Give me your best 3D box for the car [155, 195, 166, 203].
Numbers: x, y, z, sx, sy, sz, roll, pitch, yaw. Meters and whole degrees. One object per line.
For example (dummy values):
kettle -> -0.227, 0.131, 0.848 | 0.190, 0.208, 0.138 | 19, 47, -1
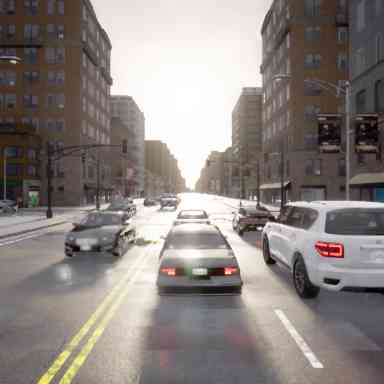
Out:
car -> -6.560, 1.469, 69.075 | 1.882, 1.535, 5.008 | 0, 0, 0

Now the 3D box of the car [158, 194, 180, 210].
car -> -3.070, 1.222, 43.356 | 2.150, 2.045, 5.566 | 0, 0, -6

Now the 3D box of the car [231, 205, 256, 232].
car -> 3.335, 1.505, 18.455 | 1.837, 1.490, 4.892 | 0, 0, 1

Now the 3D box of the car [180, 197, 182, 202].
car -> -3.380, 1.473, 59.794 | 1.882, 1.535, 5.008 | 0, 0, 0

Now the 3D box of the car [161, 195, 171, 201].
car -> -6.574, 1.433, 83.096 | 2.128, 1.511, 4.902 | 0, 0, 0

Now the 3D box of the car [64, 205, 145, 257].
car -> -3.359, 1.493, 12.979 | 2.128, 1.511, 4.902 | 0, 0, 0

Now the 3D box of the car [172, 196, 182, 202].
car -> -3.315, 1.542, 73.943 | 1.994, 1.385, 4.181 | 0, 0, 0

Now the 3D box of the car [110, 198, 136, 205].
car -> -6.626, 1.346, 31.842 | 2.097, 1.767, 4.553 | 0, 0, 0

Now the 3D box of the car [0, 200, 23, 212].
car -> -22.157, 1.580, 38.291 | 4.313, 1.339, 1.947 | 0, 0, 0

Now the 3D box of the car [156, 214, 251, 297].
car -> 0.080, 1.548, 8.777 | 2.033, 1.411, 5.357 | 0, 0, -2

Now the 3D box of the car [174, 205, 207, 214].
car -> 0.069, 1.602, 18.426 | 1.895, 1.301, 4.718 | 0, 0, 2

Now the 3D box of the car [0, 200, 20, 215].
car -> -19.740, 1.485, 32.793 | 4.902, 1.511, 2.128 | 0, 0, 0

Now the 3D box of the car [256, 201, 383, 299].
car -> 3.342, 1.222, 8.598 | 2.150, 2.045, 5.566 | 0, 0, 0

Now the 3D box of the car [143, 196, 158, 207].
car -> -6.639, 1.501, 52.791 | 1.837, 1.490, 4.892 | 0, 0, 0
